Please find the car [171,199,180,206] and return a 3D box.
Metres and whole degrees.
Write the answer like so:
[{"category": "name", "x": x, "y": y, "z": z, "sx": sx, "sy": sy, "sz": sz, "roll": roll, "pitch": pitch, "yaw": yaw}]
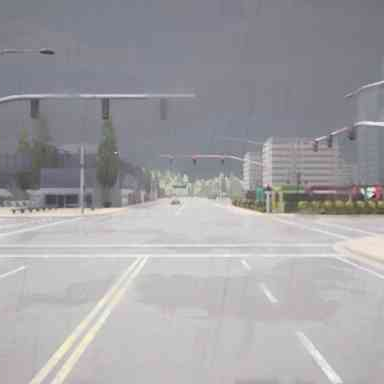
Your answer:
[{"category": "car", "x": -3.538, "y": 2.232, "z": 72.013, "sx": 1.994, "sy": 1.385, "sz": 4.181, "roll": 0, "pitch": -1, "yaw": 0}]
